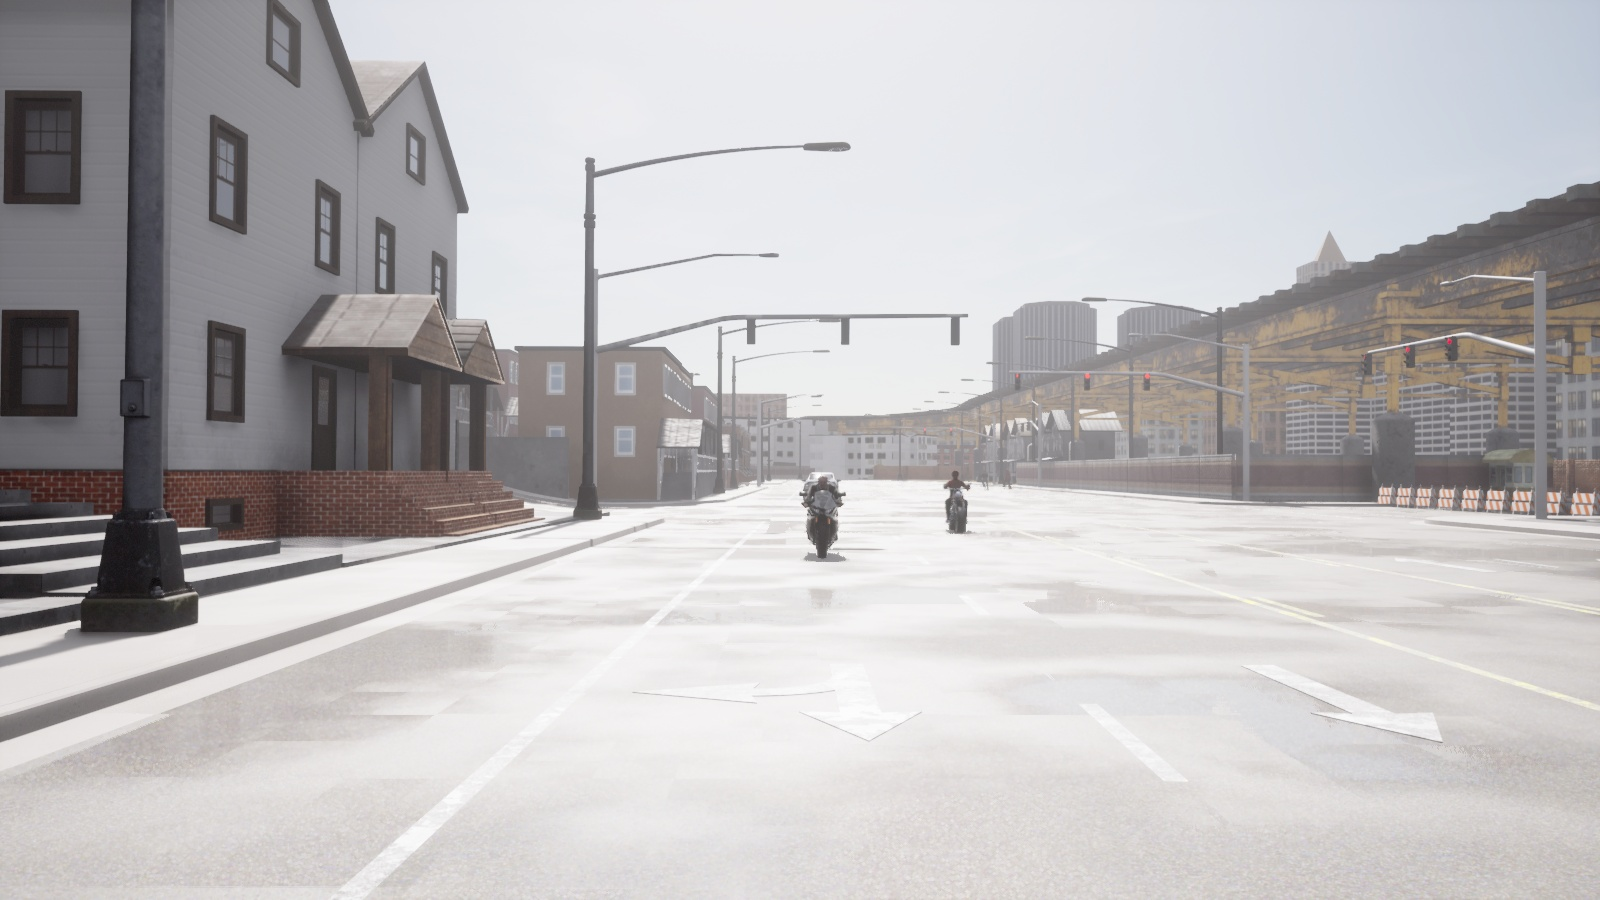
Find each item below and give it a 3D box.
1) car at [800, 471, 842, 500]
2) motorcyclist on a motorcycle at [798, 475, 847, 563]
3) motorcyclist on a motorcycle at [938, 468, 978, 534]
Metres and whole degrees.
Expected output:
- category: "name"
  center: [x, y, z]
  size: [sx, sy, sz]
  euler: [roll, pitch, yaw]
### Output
- category: "car"
  center: [1.191, 1.907, 68.064]
  size: [2.128, 1.511, 4.902]
  euler: [0, -1, 2]
- category: "motorcyclist on a motorcycle"
  center: [0.427, 1.237, 23.213]
  size: [0.866, 1.530, 2.191]
  euler: [0, -1, 1]
- category: "motorcyclist on a motorcycle"
  center: [4.071, 1.294, 32.544]
  size: [0.766, 1.649, 2.350]
  euler: [0, -1, 1]
